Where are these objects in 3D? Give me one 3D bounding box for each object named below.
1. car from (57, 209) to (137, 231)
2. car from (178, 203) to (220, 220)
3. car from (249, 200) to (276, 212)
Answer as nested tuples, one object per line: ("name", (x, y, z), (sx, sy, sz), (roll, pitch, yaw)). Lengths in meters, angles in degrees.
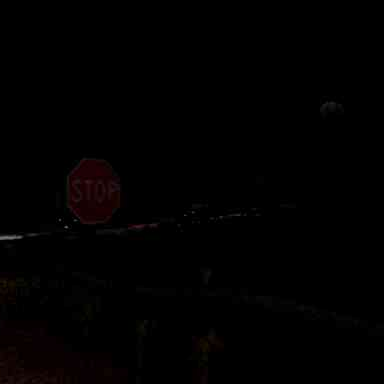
("car", (-5.685, 1.657, 20.239), (1.895, 1.301, 4.718), (-1, -1, 36))
("car", (0.749, 1.672, 29.172), (1.812, 1.442, 4.674), (-1, -1, 36))
("car", (8.474, 1.700, 39.814), (2.128, 1.511, 4.902), (-1, -1, 36))
